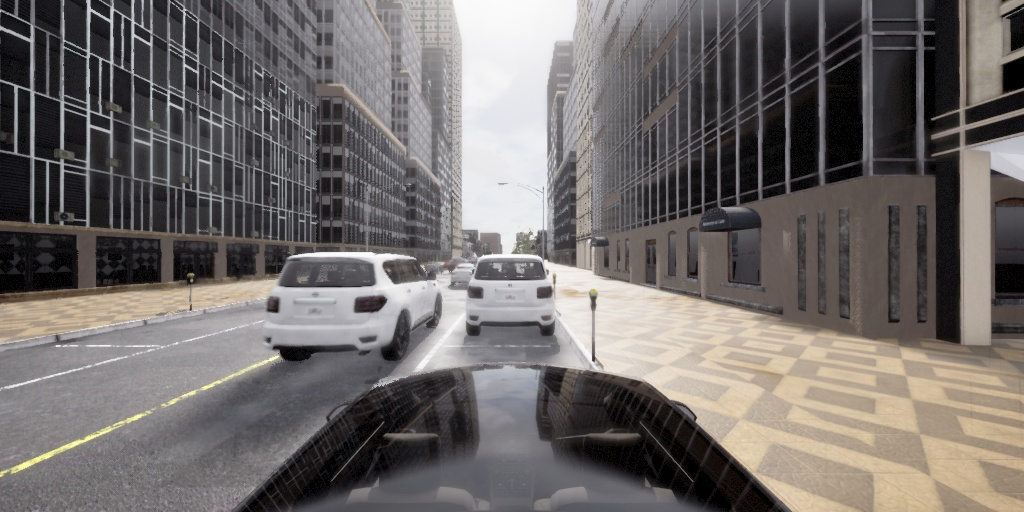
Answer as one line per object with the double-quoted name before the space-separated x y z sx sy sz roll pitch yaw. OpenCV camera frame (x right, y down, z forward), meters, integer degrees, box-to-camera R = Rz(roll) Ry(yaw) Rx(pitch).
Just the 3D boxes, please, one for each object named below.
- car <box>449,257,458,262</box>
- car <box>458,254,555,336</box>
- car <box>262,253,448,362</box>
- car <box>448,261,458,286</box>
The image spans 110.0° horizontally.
"car" -6.215 1.085 42.587 2.097 1.767 4.553 0 0 0
"car" -0.039 0.977 10.529 2.150 2.045 5.566 0 0 0
"car" -3.143 0.968 8.364 2.150 2.045 5.566 0 0 0
"car" -3.073 1.271 24.830 1.812 1.442 4.674 0 0 0
